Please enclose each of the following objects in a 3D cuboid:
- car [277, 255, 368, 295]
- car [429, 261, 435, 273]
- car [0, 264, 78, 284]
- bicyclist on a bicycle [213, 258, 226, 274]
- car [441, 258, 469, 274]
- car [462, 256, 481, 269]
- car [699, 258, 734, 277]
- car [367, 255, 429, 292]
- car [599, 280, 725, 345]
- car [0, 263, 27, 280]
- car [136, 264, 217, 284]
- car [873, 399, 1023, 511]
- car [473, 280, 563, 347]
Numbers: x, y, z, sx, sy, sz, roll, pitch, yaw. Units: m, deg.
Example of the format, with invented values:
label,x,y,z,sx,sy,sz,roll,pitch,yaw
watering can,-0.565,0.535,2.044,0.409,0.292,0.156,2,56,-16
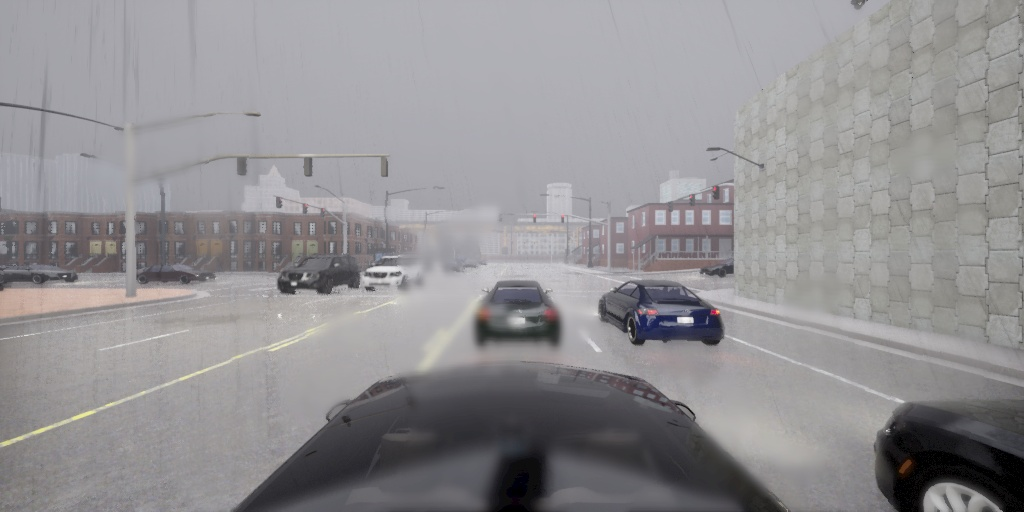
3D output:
label,x,y,z,sx,sy,sz,roll,pitch,yaw
car,-10.391,0.971,19.907,2.150,2.045,5.566,0,0,1
car,-10.142,1.255,41.256,1.837,1.490,4.892,0,0,1
car,-34.866,1.314,26.379,4.181,1.385,1.994,0,0,1
bicyclist on a bicycle,-30.407,1.053,37.326,0.582,1.620,1.656,0,0,0
car,-6.602,1.297,41.380,2.033,1.411,5.357,0,0,0
car,-6.446,1.252,56.803,1.837,1.490,4.892,0,1,1
car,18.521,0.855,29.628,5.357,1.411,2.033,-5,0,1
car,-6.872,0.971,21.442,2.150,2.045,5.566,0,0,1
car,3.663,1.314,9.526,1.994,1.385,4.181,0,0,1
car,-44.869,1.297,30.164,5.357,1.411,2.033,0,0,1
car,-24.901,1.297,26.294,5.357,1.411,2.033,0,0,0
car,3.585,1.255,0.613,1.837,1.490,4.892,0,0,1
car,0.160,1.314,9.365,1.994,1.385,4.181,0,0,1
